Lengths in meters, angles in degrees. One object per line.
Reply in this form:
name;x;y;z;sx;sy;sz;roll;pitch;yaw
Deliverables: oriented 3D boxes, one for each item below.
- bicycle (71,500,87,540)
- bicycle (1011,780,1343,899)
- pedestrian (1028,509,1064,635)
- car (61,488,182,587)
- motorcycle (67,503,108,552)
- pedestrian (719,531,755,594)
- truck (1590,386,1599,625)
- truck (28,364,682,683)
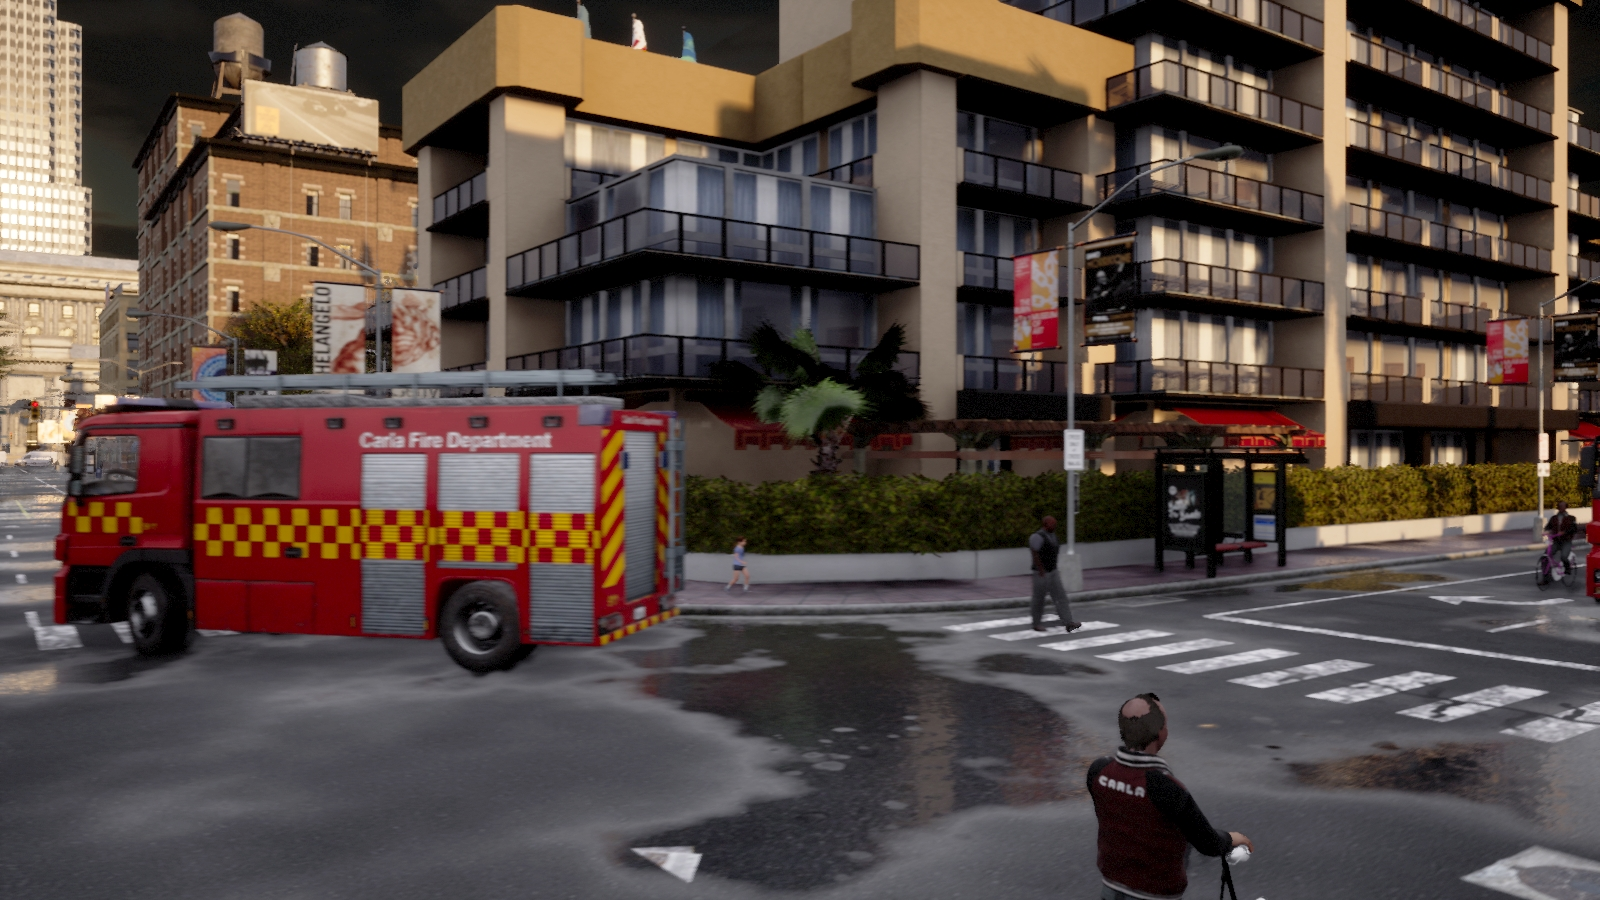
bicycle;-22.878;2.210;36.257;0.329;1.171;1.835;0;0;-36
bicycle;1.692;2.210;4.949;1.835;1.171;0.329;-1;0;-35
pedestrian;3.748;1.849;17.408;0.375;1.860;0.375;0;0;-39
car;-15.326;1.864;25.676;1.932;1.855;4.605;0;0;-36
motorcycle;-20.561;2.205;32.959;0.867;1.251;2.209;0;0;-35
pedestrian;-1.158;2.077;21.164;0.500;1.100;0.500;0;0;22
truck;17.039;0.891;19.680;8.468;3.827;2.891;0;0;-35
truck;-6.165;0.890;16.115;8.468;3.827;2.891;0;0;14
